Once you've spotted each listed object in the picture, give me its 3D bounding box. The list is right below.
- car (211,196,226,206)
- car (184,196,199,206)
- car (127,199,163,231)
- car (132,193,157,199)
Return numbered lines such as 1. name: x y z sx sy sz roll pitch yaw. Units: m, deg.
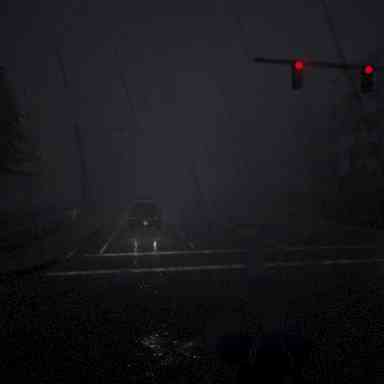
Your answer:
1. car: 4.035 1.362 50.357 2.033 1.411 5.357 0 0 -1
2. car: -0.114 1.383 50.751 2.033 1.411 5.357 0 0 -8
3. car: -2.901 1.440 20.593 2.128 1.511 4.902 0 0 -8
4. car: -4.875 1.134 34.155 2.150 2.045 5.566 0 0 -8
